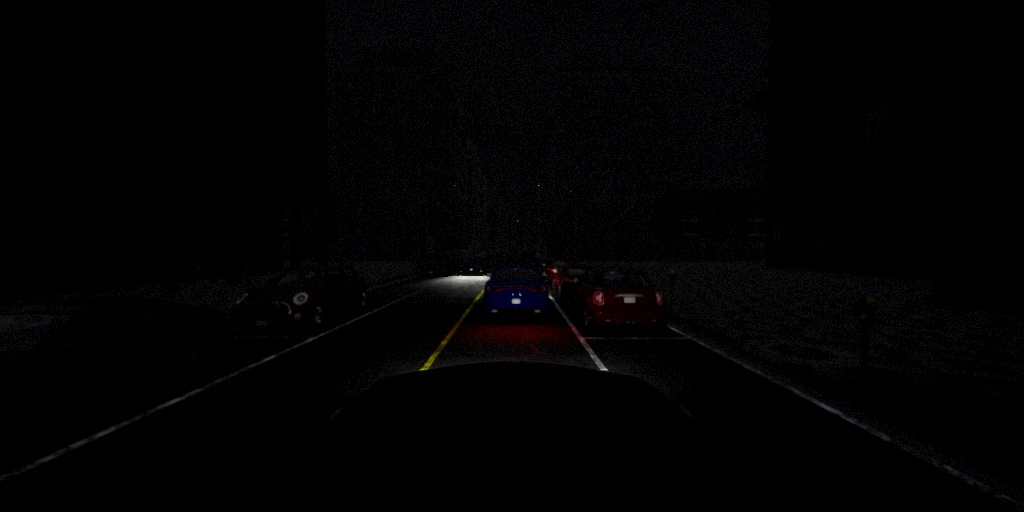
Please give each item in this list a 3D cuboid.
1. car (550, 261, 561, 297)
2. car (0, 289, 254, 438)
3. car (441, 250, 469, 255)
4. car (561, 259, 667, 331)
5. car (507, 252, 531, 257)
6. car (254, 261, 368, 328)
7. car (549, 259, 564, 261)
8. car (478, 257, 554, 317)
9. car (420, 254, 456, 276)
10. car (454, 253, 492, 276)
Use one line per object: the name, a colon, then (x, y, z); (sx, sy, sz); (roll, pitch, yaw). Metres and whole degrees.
car: (2.780, 1.010, 15.871); (1.802, 1.307, 4.207); (0, 0, 0)
car: (-5.837, 1.260, 4.687); (1.802, 1.307, 4.207); (0, 0, 0)
car: (-5.608, 0.347, 32.879); (2.192, 1.841, 5.009); (0, 0, 0)
car: (2.734, 0.997, 10.233); (1.967, 1.591, 4.097); (0, 0, 0)
car: (0.299, 0.630, 28.980); (1.837, 1.490, 4.892); (0, 1, 1)
car: (-5.791, 0.990, 10.326); (1.967, 1.591, 4.097); (0, 0, 0)
car: (2.825, 0.844, 21.508); (1.888, 1.381, 4.507); (0, 0, 0)
car: (0.153, 0.992, 12.052); (1.882, 1.535, 5.008); (0, 2, 1)
car: (-5.654, 0.728, 27.241); (1.948, 1.339, 4.313); (0, 0, 0)
car: (-2.886, 0.723, 27.458); (1.994, 1.385, 4.181); (0, 1, 1)
